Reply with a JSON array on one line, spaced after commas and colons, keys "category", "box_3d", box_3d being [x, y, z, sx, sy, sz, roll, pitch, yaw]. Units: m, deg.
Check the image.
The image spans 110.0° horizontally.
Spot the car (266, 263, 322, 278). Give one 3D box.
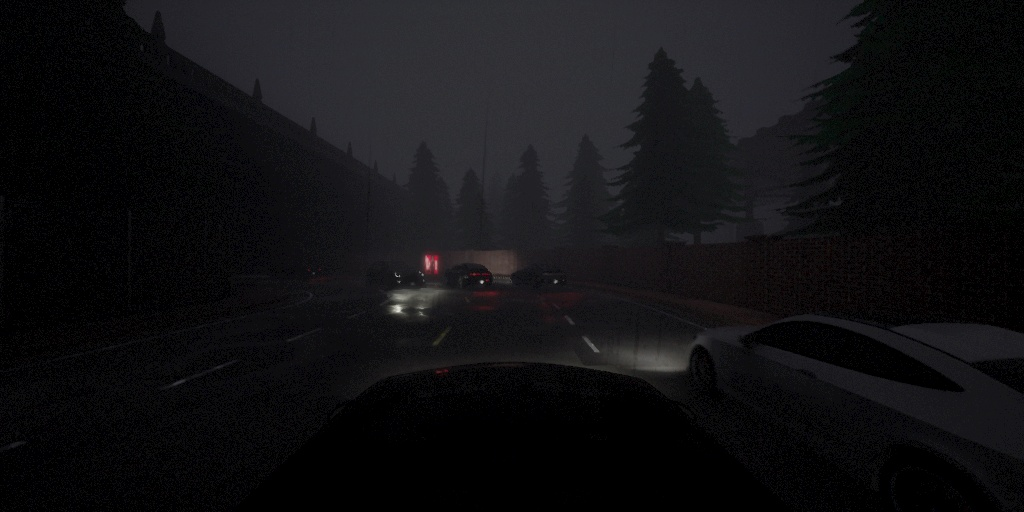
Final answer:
[{"category": "car", "box_3d": [-20.327, 1.310, 33.368, 4.718, 1.301, 1.895, 0, 0, 14]}]

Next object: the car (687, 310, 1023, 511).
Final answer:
[{"category": "car", "box_3d": [3.603, 1.273, 3.591, 1.812, 1.442, 4.674, 0, 0, 0]}]

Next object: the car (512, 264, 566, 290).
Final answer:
[{"category": "car", "box_3d": [1.527, 1.215, 22.182, 2.128, 1.511, 4.902, 0, 0, -22]}]

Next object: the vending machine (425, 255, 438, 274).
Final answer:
[{"category": "vending machine", "box_3d": [-8.269, 0.900, 36.963, 0.880, 2.100, 1.100, 0, 0, 25]}]

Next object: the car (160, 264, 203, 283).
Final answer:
[{"category": "car", "box_3d": [-26.105, 1.265, 27.214, 5.357, 1.411, 2.033, 0, 0, 8]}]

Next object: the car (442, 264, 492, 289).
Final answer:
[{"category": "car", "box_3d": [-2.938, 1.228, 22.875, 1.837, 1.490, 4.892, 1, -1, -29]}]

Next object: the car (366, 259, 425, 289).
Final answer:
[{"category": "car", "box_3d": [-7.480, 1.075, 22.885, 4.553, 1.767, 2.097, 0, 0, 44]}]
